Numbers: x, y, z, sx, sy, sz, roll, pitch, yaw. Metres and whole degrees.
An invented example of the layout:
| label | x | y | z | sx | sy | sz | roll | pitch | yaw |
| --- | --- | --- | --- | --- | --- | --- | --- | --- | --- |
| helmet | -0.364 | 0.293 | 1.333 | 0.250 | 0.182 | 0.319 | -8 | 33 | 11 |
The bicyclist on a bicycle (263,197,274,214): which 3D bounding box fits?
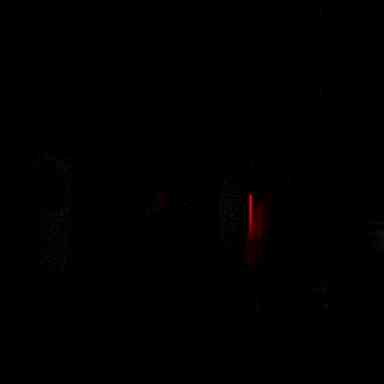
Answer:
| label | x | y | z | sx | sy | sz | roll | pitch | yaw |
| --- | --- | --- | --- | --- | --- | --- | --- | --- | --- |
| bicyclist on a bicycle | 7.370 | 1.343 | 32.092 | 1.656 | 1.620 | 0.582 | 0 | 0 | -36 |
